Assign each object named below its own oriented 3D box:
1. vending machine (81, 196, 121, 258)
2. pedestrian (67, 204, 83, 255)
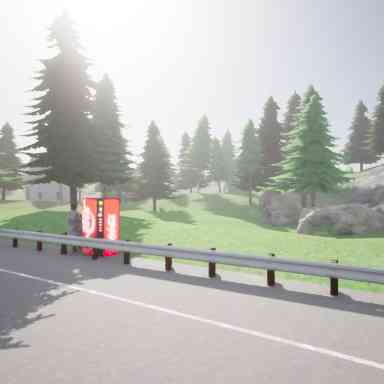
[{"bbox_3d":[-3.292,1.195,12.045,0.880,2.100,1.100,0,0,33],"label":"vending machine"},{"bbox_3d":[-4.206,1.294,11.939,0.375,1.860,0.375,0,0,32],"label":"pedestrian"}]
